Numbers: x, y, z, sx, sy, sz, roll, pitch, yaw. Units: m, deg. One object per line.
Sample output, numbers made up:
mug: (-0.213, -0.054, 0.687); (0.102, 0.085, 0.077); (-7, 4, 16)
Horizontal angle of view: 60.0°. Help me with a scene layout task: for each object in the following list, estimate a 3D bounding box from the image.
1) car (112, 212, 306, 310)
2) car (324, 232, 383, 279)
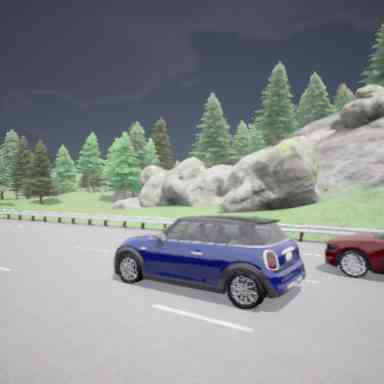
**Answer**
car: (0.215, 1.319, 7.966); (4.553, 1.767, 2.097); (0, 0, 34)
car: (5.945, 1.440, 8.266); (5.008, 1.535, 1.882); (0, 0, 36)
